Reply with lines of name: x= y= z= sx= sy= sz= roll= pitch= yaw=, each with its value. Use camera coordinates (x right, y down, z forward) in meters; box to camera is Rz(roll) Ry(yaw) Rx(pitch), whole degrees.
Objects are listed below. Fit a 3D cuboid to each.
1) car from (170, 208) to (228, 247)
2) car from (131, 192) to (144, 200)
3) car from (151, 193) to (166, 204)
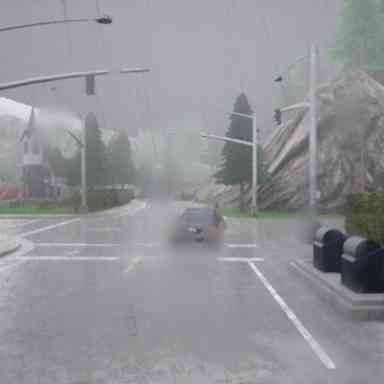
car: x=0.421 y=1.393 z=14.227 sx=2.033 sy=1.411 sz=5.357 roll=0 pitch=1 yaw=9
car: x=-11.488 y=0.692 z=67.145 sx=2.097 sy=1.767 sz=4.553 roll=0 pitch=1 yaw=-32
car: x=-5.208 y=0.960 z=50.466 sx=1.837 sy=1.490 sz=4.892 roll=0 pitch=0 yaw=-12
